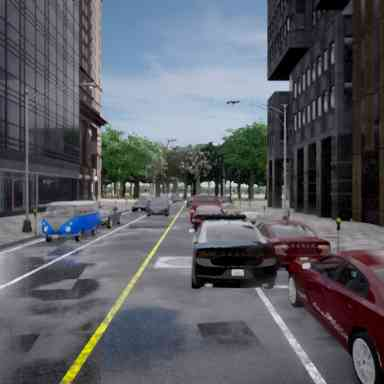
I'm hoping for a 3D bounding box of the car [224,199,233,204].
[{"bbox_3d":[2.863,1.519,26.962,1.752,1.417,4.829,0,0,0],"label":"car"}]

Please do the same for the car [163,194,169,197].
[{"bbox_3d":[-5.539,1.522,59.280,1.752,1.417,4.829,0,0,0],"label":"car"}]

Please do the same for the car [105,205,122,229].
[{"bbox_3d":[-5.684,1.545,21.388,2.008,1.369,4.403,0,0,0],"label":"car"}]

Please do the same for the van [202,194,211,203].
[{"bbox_3d":[3.028,1.342,70.293,1.690,1.788,3.998,0,0,0],"label":"van"}]

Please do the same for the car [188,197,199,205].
[{"bbox_3d":[0.229,1.561,60.382,1.994,1.385,4.181,0,0,0],"label":"car"}]

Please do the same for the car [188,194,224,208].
[{"bbox_3d":[0.958,1.217,25.219,2.150,2.045,5.566,0,0,0],"label":"car"}]

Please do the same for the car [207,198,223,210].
[{"bbox_3d":[2.925,1.519,43.275,1.752,1.417,4.829,0,0,0],"label":"car"}]

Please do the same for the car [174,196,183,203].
[{"bbox_3d":[-2.743,1.565,67.421,1.994,1.385,4.181,0,0,0],"label":"car"}]

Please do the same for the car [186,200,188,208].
[{"bbox_3d":[0.194,1.486,47.149,2.128,1.511,4.902,0,0,1],"label":"car"}]

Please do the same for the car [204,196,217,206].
[{"bbox_3d":[2.966,1.436,53.980,1.967,1.590,4.097,0,0,0],"label":"car"}]

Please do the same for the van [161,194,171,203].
[{"bbox_3d":[-5.497,1.342,70.325,1.690,1.788,3.998,0,0,0],"label":"van"}]

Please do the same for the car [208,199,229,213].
[{"bbox_3d":[2.904,1.544,37.667,2.008,1.369,4.403,0,0,0],"label":"car"}]

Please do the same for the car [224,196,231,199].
[{"bbox_3d":[2.882,1.308,32.230,2.192,1.841,5.009,0,0,0],"label":"car"}]

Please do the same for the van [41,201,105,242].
[{"bbox_3d":[-5.705,1.337,15.950,1.690,1.788,3.998,0,0,0],"label":"van"}]

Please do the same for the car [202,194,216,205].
[{"bbox_3d":[2.986,1.312,59.418,2.192,1.841,5.009,0,0,0],"label":"car"}]

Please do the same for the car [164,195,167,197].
[{"bbox_3d":[-5.559,1.561,54.012,1.947,1.339,4.313,0,0,0],"label":"car"}]

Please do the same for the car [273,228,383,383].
[{"bbox_3d":[2.779,1.543,5.042,1.887,1.381,4.507,0,0,0],"label":"car"}]

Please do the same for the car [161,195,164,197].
[{"bbox_3d":[-5.581,1.520,48.405,1.752,1.417,4.829,0,0,0],"label":"car"}]

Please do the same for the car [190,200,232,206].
[{"bbox_3d":[0.971,1.473,19.191,1.882,1.535,5.008,0,0,0],"label":"car"}]

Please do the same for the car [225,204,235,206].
[{"bbox_3d":[2.821,1.521,16.087,1.752,1.417,4.829,0,0,0],"label":"car"}]

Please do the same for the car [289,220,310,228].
[{"bbox_3d":[2.800,1.542,10.480,1.887,1.381,4.507,0,0,0],"label":"car"}]

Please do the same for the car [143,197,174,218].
[{"bbox_3d":[-2.987,1.498,30.425,1.837,1.490,4.892,0,0,0],"label":"car"}]

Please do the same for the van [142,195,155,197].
[{"bbox_3d":[-5.601,1.335,43.137,1.690,1.788,3.998,0,0,0],"label":"van"}]

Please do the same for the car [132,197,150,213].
[{"bbox_3d":[-5.622,1.559,37.700,1.947,1.339,4.313,0,0,0],"label":"car"}]

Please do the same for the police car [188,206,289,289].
[{"bbox_3d":[0.933,1.423,9.301,1.930,1.638,5.238,0,0,0],"label":"police car"}]

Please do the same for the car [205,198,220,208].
[{"bbox_3d":[2.945,1.539,48.543,1.887,1.381,4.507,0,0,0],"label":"car"}]
